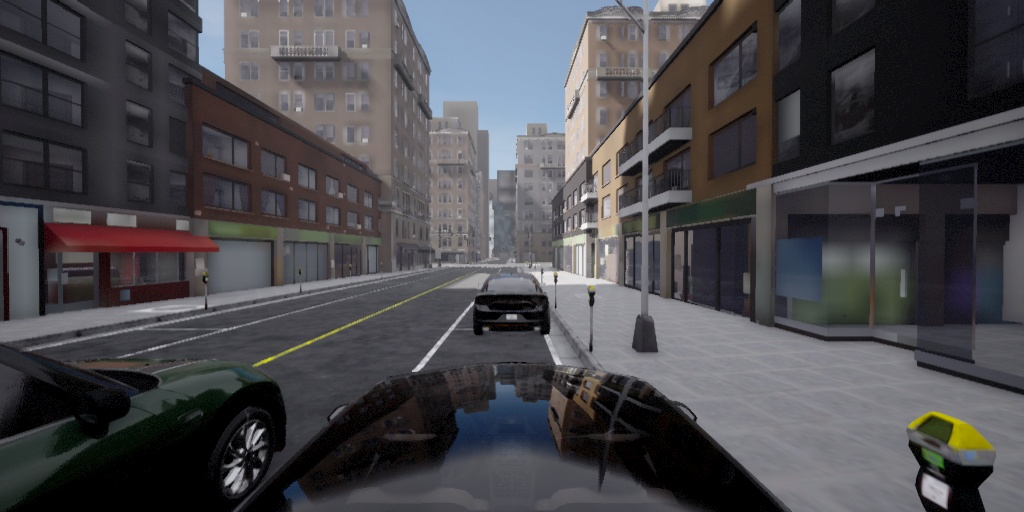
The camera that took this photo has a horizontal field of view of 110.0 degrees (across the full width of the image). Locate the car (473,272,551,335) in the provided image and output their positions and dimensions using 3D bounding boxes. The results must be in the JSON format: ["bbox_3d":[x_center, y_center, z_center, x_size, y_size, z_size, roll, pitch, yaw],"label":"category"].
[{"bbox_3d":[-0.039,0.966,10.531,2.150,2.045,5.566,0,0,0],"label":"car"}]

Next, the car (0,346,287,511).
[{"bbox_3d":[-3.145,1.097,1.470,2.097,1.767,4.553,0,0,0],"label":"car"}]
